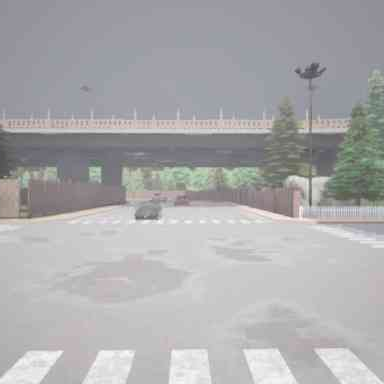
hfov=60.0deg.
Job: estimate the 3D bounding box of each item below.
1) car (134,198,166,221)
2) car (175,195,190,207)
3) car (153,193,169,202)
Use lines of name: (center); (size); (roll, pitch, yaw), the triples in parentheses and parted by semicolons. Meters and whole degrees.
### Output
car: (-3.489, 1.578, 27.106); (1.837, 1.490, 4.892); (0, 1, 0)
car: (-1.544, 1.297, 52.110); (2.097, 1.767, 4.553); (0, 0, -3)
car: (-7.239, 1.204, 76.227); (2.150, 2.045, 5.566); (0, 0, -27)
